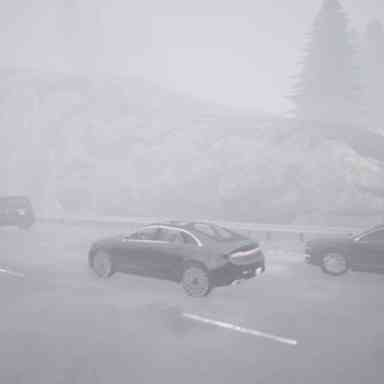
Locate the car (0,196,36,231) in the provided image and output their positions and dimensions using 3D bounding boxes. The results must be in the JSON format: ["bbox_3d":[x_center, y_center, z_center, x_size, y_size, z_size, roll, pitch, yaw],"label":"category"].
[{"bbox_3d":[-11.520,1.227,19.272,5.566,2.045,2.150,0,0,29],"label":"car"}]

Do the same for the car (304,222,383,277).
[{"bbox_3d":[5.446,1.482,8.590,4.892,1.490,1.837,0,0,35],"label":"car"}]

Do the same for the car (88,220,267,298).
[{"bbox_3d":[-0.588,1.483,8.473,4.902,1.511,2.128,0,0,34],"label":"car"}]
